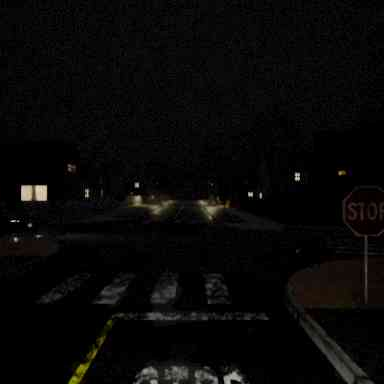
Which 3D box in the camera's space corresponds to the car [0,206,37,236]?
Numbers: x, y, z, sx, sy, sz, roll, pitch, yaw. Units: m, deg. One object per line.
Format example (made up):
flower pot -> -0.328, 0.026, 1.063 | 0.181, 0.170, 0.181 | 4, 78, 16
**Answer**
car -> -10.790, 1.476, 18.052 | 4.902, 1.511, 2.128 | 0, -1, 16
